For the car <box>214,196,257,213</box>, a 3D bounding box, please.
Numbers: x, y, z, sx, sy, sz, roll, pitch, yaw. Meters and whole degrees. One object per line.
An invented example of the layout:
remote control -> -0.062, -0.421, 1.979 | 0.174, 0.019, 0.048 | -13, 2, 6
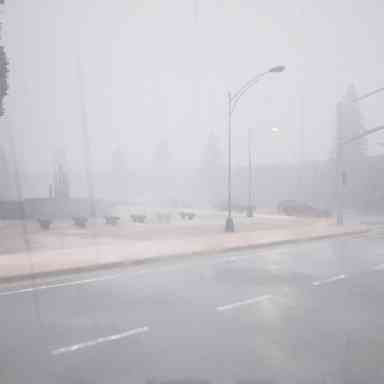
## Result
car -> 4.845, 1.546, 38.117 | 2.033, 1.411, 5.357 | 0, 0, -38

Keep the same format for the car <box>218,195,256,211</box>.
car -> 5.645, 1.351, 42.424 | 2.097, 1.767, 4.553 | 0, 0, -42

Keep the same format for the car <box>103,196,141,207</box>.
car -> -10.653, 1.600, 50.498 | 4.718, 1.301, 1.895 | 0, 0, 25

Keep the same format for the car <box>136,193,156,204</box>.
car -> -9.155, 1.220, 61.281 | 5.566, 2.045, 2.150 | 0, 0, 22

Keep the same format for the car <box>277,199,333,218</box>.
car -> 10.476, 1.524, 30.403 | 1.812, 1.442, 4.674 | 0, 0, -35

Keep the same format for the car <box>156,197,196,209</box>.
car -> -2.136, 1.504, 45.165 | 4.892, 1.490, 1.837 | 0, 0, 38

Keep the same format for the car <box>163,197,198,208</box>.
car -> -1.782, 1.476, 49.258 | 5.008, 1.535, 1.882 | 0, 0, 35

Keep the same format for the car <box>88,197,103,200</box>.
car -> -19.309, 1.600, 64.083 | 4.718, 1.301, 1.895 | 0, 0, 10
